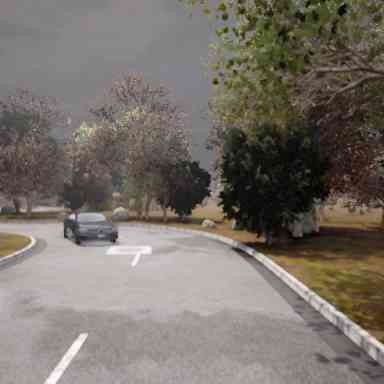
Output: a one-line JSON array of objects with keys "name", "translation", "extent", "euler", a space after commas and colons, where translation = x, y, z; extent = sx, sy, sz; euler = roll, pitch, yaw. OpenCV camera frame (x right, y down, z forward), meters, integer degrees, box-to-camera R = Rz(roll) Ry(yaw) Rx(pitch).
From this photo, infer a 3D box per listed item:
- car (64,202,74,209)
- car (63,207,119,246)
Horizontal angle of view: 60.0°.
[{"name": "car", "translation": [-27.523, 3.059, 74.325], "extent": [2.033, 1.411, 5.357], "euler": [0, -2, -21]}, {"name": "car", "translation": [-5.080, 1.657, 16.329], "extent": [1.812, 1.442, 4.674], "euler": [1, -1, -31]}]
